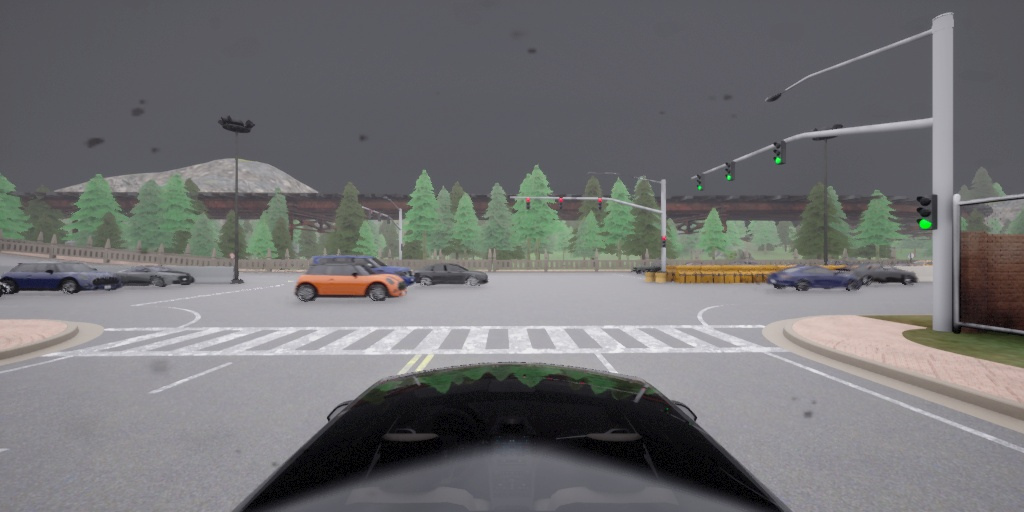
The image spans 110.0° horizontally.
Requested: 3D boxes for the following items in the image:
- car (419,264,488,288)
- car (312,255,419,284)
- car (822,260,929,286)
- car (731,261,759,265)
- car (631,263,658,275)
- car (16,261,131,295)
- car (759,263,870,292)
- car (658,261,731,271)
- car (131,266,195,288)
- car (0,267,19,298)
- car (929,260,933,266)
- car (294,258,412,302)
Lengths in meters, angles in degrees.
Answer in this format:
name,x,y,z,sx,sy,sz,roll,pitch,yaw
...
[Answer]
name,x,y,z,sx,sy,sz,roll,pitch,yaw
car,-4.029,1.254,23.447,4.892,1.490,1.837,0,0,-2
car,-8.324,0.972,19.812,5.566,2.045,2.150,0,0,-2
car,24.548,1.241,24.346,4.902,1.511,2.128,0,0,-2
car,24.540,1.240,38.552,4.902,1.511,2.128,0,0,-2
car,15.287,1.350,38.261,4.718,1.301,1.895,0,0,-2
car,-24.106,1.093,19.318,4.553,1.767,2.097,0,0,-2
car,17.247,1.275,20.612,4.674,1.442,1.812,0,0,-2
car,15.873,1.227,31.276,5.008,1.535,1.882,0,0,-2
car,-22.923,1.306,22.856,4.181,1.385,1.994,0,0,-2
car,-25.353,1.304,15.779,4.181,1.385,1.994,0,0,-2
car,34.808,1.313,31.865,4.181,1.385,1.994,0,0,-2
car,-7.214,1.101,16.344,4.553,1.767,2.097,0,0,-2
